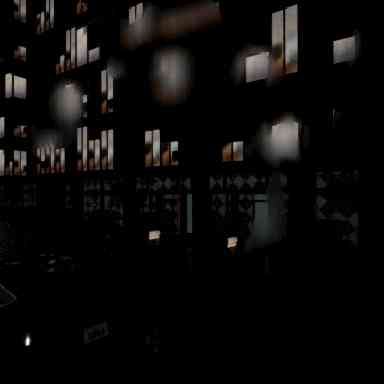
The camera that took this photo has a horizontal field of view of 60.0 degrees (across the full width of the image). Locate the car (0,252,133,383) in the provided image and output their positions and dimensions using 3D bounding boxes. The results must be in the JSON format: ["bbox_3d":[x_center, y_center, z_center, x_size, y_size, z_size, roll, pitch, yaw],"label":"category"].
[{"bbox_3d":[-2.733,1.566,4.836,4.313,1.339,1.947,0,0,36],"label":"car"}]
